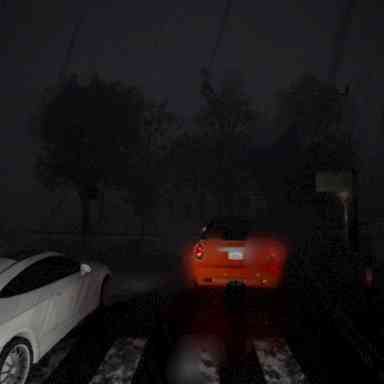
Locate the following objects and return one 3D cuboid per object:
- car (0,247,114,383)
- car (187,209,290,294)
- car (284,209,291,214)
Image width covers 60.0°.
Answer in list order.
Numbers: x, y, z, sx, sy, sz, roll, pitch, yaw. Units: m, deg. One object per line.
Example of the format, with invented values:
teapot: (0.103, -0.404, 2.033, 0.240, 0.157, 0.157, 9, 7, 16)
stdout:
car: (-2.664, 1.561, 4.956, 1.812, 1.442, 4.674, 0, 0, 6)
car: (1.295, 1.389, 9.117, 2.097, 1.767, 4.553, -1, -1, 10)
car: (18.093, 4.237, 69.008, 4.902, 1.511, 2.128, -4, -6, 40)
